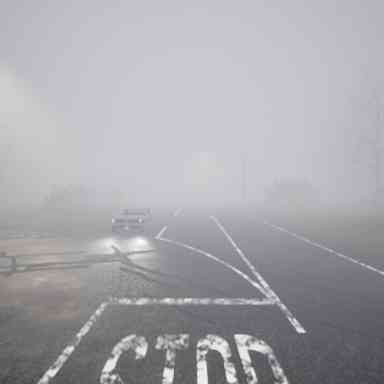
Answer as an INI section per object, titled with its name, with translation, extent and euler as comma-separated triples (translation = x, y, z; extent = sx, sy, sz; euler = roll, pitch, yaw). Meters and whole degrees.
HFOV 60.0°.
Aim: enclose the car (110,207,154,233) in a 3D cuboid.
[car]
translation = -3.407, 1.586, 19.613
extent = 1.895, 1.301, 4.718
euler = 0, 0, 0
